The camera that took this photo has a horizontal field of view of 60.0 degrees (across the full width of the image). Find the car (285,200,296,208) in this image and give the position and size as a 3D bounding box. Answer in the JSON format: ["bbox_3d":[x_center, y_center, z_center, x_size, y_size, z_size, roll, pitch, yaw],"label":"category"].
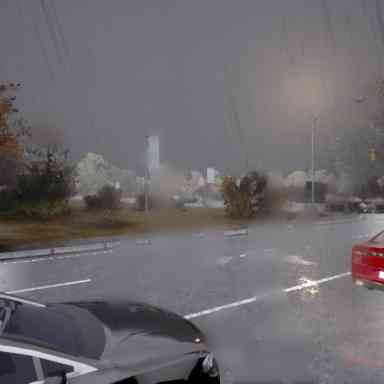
[{"bbox_3d":[11.002,1.249,42.850,2.128,1.511,4.902,-1,0,-39],"label":"car"}]

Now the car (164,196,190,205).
[{"bbox_3d":[-2.894,1.322,54.632,1.812,1.442,4.674,-1,0,-38],"label":"car"}]

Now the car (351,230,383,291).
[{"bbox_3d":[5.757,1.445,7.845,5.008,1.535,1.882,0,0,-35],"label":"car"}]

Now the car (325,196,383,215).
[{"bbox_3d":[14.869,1.141,31.198,2.097,1.767,4.553,-1,0,-27],"label":"car"}]

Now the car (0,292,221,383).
[{"bbox_3d":[-1.961,1.492,2.332,4.902,1.511,2.128,0,0,-35],"label":"car"}]

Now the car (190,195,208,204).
[{"bbox_3d":[0.667,1.258,55.770,2.128,1.511,4.902,-1,0,-39],"label":"car"}]
